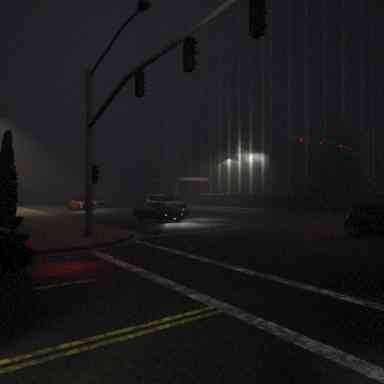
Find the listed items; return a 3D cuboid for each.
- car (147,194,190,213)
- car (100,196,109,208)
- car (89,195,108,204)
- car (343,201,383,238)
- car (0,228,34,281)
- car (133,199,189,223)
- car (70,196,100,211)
[{"bbox_3d":[-2.417,1.222,31.580,2.150,2.045,5.566,0,0,-36],"label":"car"},{"bbox_3d":[-13.355,1.352,46.666,2.097,1.767,4.553,0,0,-36],"label":"car"},{"bbox_3d":[-18.680,1.477,66.225,1.882,1.535,5.008,0,0,-36],"label":"car"},{"bbox_3d":[9.539,1.352,15.310,2.097,1.767,4.553,0,0,-37],"label":"car"},{"bbox_3d":[-6.471,1.505,7.893,4.892,1.490,1.837,0,0,-35],"label":"car"},{"bbox_3d":[-2.800,1.547,26.155,2.033,1.411,5.357,0,0,-36],"label":"car"},{"bbox_3d":[-13.350,1.353,40.690,2.097,1.767,4.553,0,0,-36],"label":"car"}]
